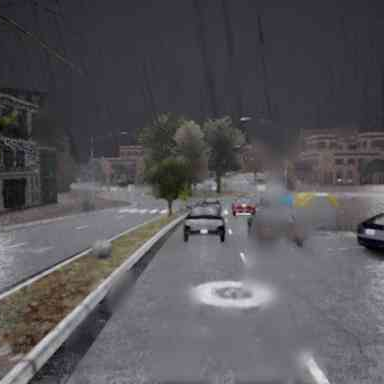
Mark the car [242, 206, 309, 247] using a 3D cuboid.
[{"bbox_3d":[3.549,1.533,14.725,1.895,1.301,4.718,0,0,3],"label":"car"}]

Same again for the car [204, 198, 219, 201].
[{"bbox_3d":[1.910,1.357,32.429,2.128,1.511,4.902,0,0,6],"label":"car"}]

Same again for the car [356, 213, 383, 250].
[{"bbox_3d":[8.352,1.464,12.116,4.792,1.488,2.163,1,0,-17],"label":"car"}]

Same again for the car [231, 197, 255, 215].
[{"bbox_3d":[4.867,1.244,31.767,2.097,1.767,4.553,0,0,6],"label":"car"}]

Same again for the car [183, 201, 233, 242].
[{"bbox_3d":[0.613,1.404,16.016,2.128,1.511,4.902,0,0,3],"label":"car"}]
